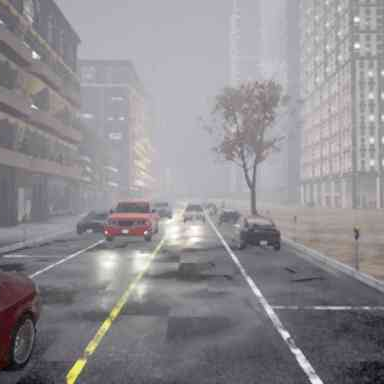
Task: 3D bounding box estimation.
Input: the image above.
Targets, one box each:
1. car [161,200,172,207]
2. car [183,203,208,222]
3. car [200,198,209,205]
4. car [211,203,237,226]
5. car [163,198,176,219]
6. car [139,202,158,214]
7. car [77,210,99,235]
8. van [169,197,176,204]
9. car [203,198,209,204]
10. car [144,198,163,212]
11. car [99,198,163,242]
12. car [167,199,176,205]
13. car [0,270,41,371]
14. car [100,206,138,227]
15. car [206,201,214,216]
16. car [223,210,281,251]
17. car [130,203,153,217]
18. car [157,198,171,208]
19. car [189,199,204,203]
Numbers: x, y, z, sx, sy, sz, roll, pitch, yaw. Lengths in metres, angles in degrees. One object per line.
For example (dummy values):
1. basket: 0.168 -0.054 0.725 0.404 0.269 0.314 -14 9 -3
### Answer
1. car: -5.432 2.364 70.586 1.887 1.381 4.507 1 -1 0
2. car: 0.202 1.942 29.395 1.895 1.301 4.718 0 -1 0
3. car: 2.990 2.403 81.695 1.967 1.590 4.097 1 -1 0
4. car: 2.787 1.855 26.001 2.008 1.369 4.403 1 -1 0
5. car: -2.990 1.729 32.852 2.097 1.767 4.553 0 -1 0
6. car: -5.533 2.013 42.570 1.752 1.417 4.829 1 -1 0
7. car: -5.613 1.796 20.463 1.947 1.339 4.313 1 -1 0
8. van: -5.348 2.427 92.866 1.690 1.788 3.998 1 -1 0
9. car: 2.888 2.182 53.848 2.008 1.369 4.403 1 -1 0
10. car: -5.508 1.870 48.313 2.192 1.841 5.009 1 -1 0
11. car: -3.045 1.418 17.902 2.150 2.045 5.566 0 0 0
12. car: -5.372 2.570 87.294 2.008 1.369 4.403 1 -1 0
13. car: -3.095 1.559 3.078 1.812 1.442 4.674 0 0 0
14. car: -5.593 1.845 26.032 2.008 1.369 4.403 1 -1 0
15. car: 2.829 1.962 37.310 1.752 1.417 4.829 1 -1 0
16. car: 2.747 1.726 14.862 2.008 1.369 4.403 1 -1 0
17. car: -5.553 1.990 37.171 1.947 1.339 4.313 1 -1 0
18. car: -5.448 2.068 65.019 2.192 1.841 5.009 1 -1 0
19. car: 0.236 1.959 41.442 1.882 1.535 5.008 0 0 0
